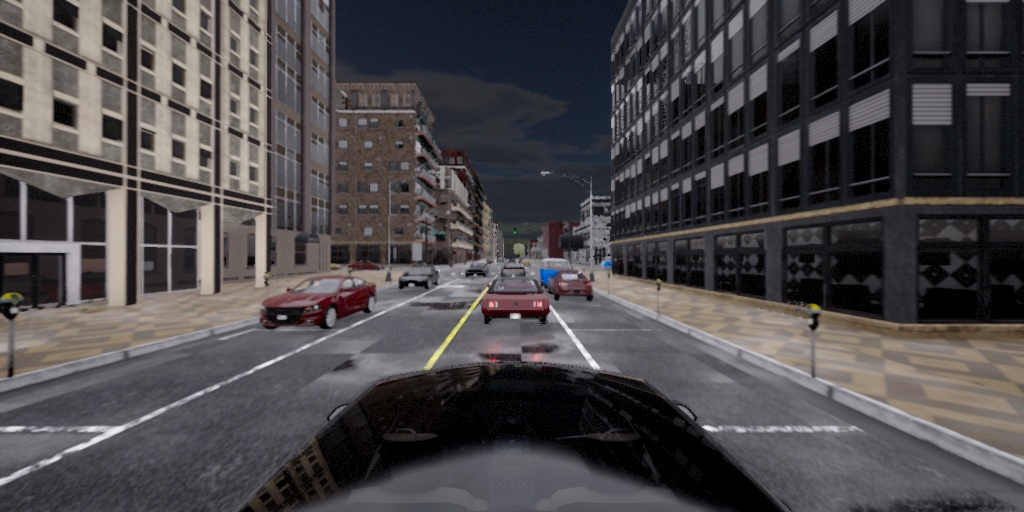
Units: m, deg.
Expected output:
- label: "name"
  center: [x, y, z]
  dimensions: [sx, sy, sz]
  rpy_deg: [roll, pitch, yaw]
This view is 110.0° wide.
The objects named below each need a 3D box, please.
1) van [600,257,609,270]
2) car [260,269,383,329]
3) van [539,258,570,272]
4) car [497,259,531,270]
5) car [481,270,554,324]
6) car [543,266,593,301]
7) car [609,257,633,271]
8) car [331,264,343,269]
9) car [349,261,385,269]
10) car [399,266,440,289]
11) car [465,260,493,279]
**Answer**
- label: "van"
  center: [14.879, 1.068, 51.741]
  dimensions: [3.998, 1.789, 1.690]
  rpy_deg: [0, 0, 0]
- label: "car"
  center: [-5.694, 1.274, 11.118]
  dimensions: [1.888, 1.381, 4.507]
  rpy_deg: [0, 0, 0]
- label: "van"
  center: [2.649, 1.047, 22.472]
  dimensions: [1.690, 1.789, 3.998]
  rpy_deg: [0, 0, 0]
- label: "car"
  center: [0.092, 1.188, 27.265]
  dimensions: [2.128, 1.511, 4.902]
  rpy_deg: [0, 0, 0]
- label: "car"
  center: [0.096, 1.329, 11.865]
  dimensions: [1.895, 1.301, 4.718]
  rpy_deg: [0, 0, 0]
- label: "car"
  center: [2.652, 1.300, 16.783]
  dimensions: [1.802, 1.307, 4.207]
  rpy_deg: [0, 0, 0]
- label: "car"
  center: [14.904, 1.018, 43.361]
  dimensions: [5.009, 1.841, 2.192]
  rpy_deg: [0, 0, 0]
- label: "car"
  center: [-22.975, 1.125, 43.257]
  dimensions: [4.829, 1.417, 1.751]
  rpy_deg: [0, 0, 0]
- label: "car"
  center: [-17.482, 1.193, 43.272]
  dimensions: [4.207, 1.307, 1.802]
  rpy_deg: [0, 0, 0]
- label: "car"
  center: [-5.698, 1.272, 22.495]
  dimensions: [1.948, 1.339, 4.313]
  rpy_deg: [0, 0, 0]
- label: "car"
  center: [-3.048, 1.289, 32.173]
  dimensions: [1.895, 1.301, 4.718]
  rpy_deg: [0, 0, 1]
